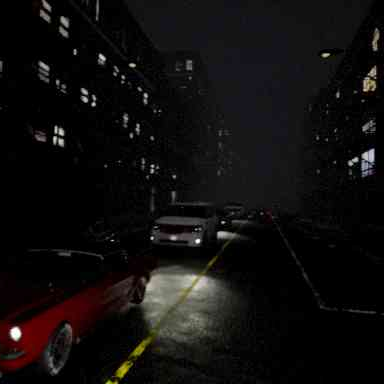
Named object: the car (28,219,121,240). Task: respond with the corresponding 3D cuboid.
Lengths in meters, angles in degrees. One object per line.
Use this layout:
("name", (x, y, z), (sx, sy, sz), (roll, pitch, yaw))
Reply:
("car", (-3.819, 1.609, 11.044), (1.947, 1.339, 4.313), (3, -1, 12))

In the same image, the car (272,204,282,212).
("car", (17.055, 3.189, 66.896), (1.801, 1.575, 5.366), (2, -1, 12))

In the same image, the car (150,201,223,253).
("car", (-0.119, 1.466, 15.377), (2.150, 2.045, 5.566), (2, -1, 12))

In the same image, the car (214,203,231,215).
("car", (4.550, 2.445, 49.773), (1.967, 1.590, 4.097), (3, -1, 12))

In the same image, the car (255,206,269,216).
("car", (10.551, 2.819, 50.266), (1.895, 1.301, 4.718), (2, -1, 12))

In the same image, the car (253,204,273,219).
("car", (8.451, 2.537, 40.346), (1.994, 1.385, 4.181), (2, -1, 11))

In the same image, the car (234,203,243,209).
("car", (11.605, 3.377, 82.990), (1.887, 1.381, 4.507), (3, -1, 12))

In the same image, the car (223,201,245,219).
("car", (5.019, 2.061, 39.141), (2.150, 2.045, 5.566), (2, -1, 12))

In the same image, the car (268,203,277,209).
("car", (20.970, 3.658, 86.740), (1.967, 1.590, 4.097), (3, -1, 12))

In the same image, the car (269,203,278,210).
("car", (19.794, 3.520, 81.204), (1.967, 1.590, 4.097), (3, -1, 12))

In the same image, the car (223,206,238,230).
("car", (2.030, 2.042, 25.525), (2.033, 1.411, 5.357), (2, -1, 12))

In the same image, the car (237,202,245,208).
("car", (13.923, 3.630, 93.896), (1.752, 1.417, 4.829), (3, -1, 12))

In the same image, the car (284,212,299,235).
("car", (6.847, 2.150, 20.303), (1.802, 1.307, 4.206), (3, -1, 12))

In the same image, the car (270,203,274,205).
("car", (13.910, 2.830, 53.522), (1.967, 1.590, 4.097), (3, -1, 12))

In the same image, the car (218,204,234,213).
("car", (5.721, 2.693, 55.307), (2.008, 1.369, 4.403), (3, -1, 12))

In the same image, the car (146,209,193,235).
("car", (-1.340, 1.886, 22.093), (1.947, 1.339, 4.313), (3, -1, 12))

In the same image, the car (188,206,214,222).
("car", (1.013, 2.176, 33.162), (1.802, 1.307, 4.206), (3, -1, 12))

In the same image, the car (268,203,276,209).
("car", (22.141, 3.907, 92.275), (2.008, 1.369, 4.403), (3, -1, 12))

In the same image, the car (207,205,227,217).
("car", (3.367, 2.434, 44.235), (1.947, 1.339, 4.313), (3, -1, 12))

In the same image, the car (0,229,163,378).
("car", (-2.161, 1.609, 5.767), (1.895, 1.301, 4.718), (2, -1, 11))

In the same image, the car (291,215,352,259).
("car", (5.742, 1.978, 14.753), (1.887, 1.381, 4.507), (3, -1, 12))

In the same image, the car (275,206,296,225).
("car", (9.199, 2.386, 31.375), (1.887, 1.381, 4.507), (3, -1, 12))

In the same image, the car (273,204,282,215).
("car", (11.552, 2.666, 42.448), (2.008, 1.369, 4.403), (3, -1, 12))
